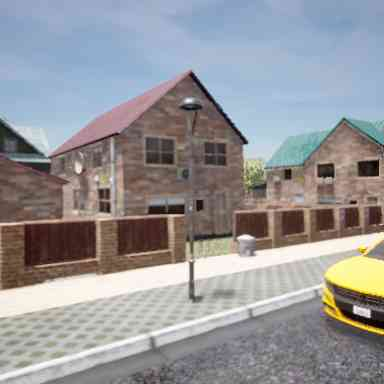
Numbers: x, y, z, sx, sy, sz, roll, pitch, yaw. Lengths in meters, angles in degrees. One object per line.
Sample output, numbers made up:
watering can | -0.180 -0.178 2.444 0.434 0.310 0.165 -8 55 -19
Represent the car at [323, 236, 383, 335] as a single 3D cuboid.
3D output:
car | 4.505 1.477 6.325 5.008 1.535 1.882 0 0 -36
